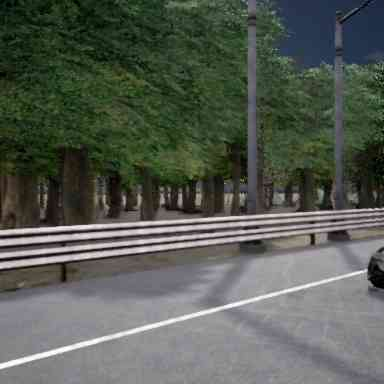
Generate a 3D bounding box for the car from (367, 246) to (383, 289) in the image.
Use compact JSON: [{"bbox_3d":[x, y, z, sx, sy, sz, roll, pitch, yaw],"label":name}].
[{"bbox_3d":[6.014,1.537,7.825,4.181,1.385,1.994,0,0,-34],"label":"car"}]
